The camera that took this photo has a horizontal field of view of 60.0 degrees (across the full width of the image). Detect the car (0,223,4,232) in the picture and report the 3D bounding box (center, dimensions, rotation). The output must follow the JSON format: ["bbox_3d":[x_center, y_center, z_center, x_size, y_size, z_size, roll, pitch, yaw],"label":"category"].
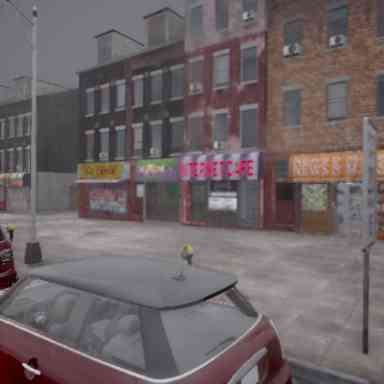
[{"bbox_3d":[-5.547,1.292,6.752,5.009,1.841,2.192,0,1,35],"label":"car"}]

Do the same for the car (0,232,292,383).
[{"bbox_3d":[-1.148,1.431,3.618,4.097,1.590,1.967,0,1,35],"label":"car"}]
